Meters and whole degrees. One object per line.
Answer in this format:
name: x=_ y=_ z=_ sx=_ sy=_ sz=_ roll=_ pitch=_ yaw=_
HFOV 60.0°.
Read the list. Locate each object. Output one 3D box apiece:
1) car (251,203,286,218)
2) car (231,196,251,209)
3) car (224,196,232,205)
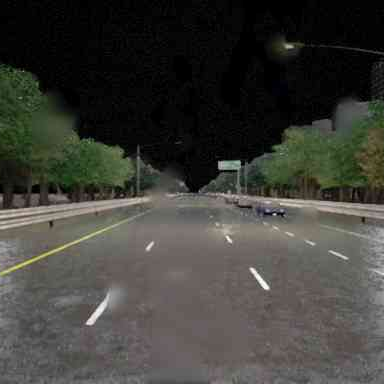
car: x=7.036 y=1.626 z=30.490 sx=1.895 sy=1.301 sz=4.718 roll=0 pitch=0 yaw=0
car: x=7.098 y=1.608 z=46.498 sx=1.994 sy=1.385 sz=4.181 roll=0 pitch=0 yaw=0
car: x=7.184 y=1.547 z=62.249 sx=2.128 sy=1.511 sz=4.902 roll=0 pitch=0 yaw=0
